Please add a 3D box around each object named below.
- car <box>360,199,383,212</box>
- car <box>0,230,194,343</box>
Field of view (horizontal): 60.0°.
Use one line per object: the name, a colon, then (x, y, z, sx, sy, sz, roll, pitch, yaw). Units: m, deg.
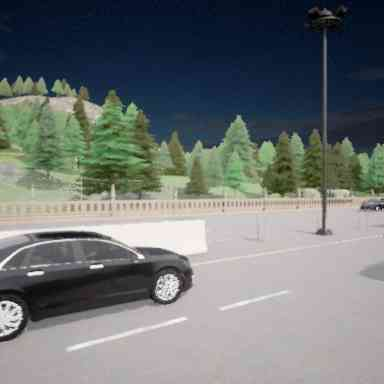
car: (22.896, 1.618, 41.386, 4.892, 1.490, 1.837, 1, 0, -34)
car: (-2.200, 1.510, 6.476, 4.892, 1.490, 1.837, 0, 0, -35)
